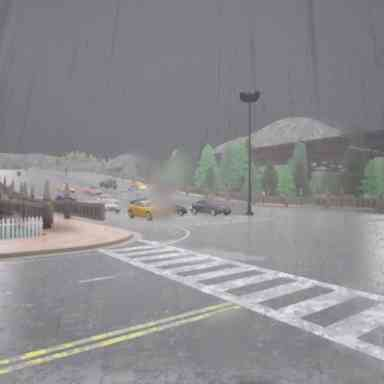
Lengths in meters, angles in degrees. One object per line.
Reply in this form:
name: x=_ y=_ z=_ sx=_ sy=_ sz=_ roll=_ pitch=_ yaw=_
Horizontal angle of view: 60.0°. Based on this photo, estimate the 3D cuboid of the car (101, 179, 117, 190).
car: x=-17.683 y=-1.690 z=69.965 sx=2.150 sy=2.045 sz=5.566 roll=0 pitch=7 yaw=-37

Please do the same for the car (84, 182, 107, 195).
car: x=-16.870 y=-0.224 z=57.116 sx=2.097 sy=1.767 sz=4.553 roll=0 pitch=7 yaw=-36

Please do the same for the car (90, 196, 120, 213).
car: x=-9.297 y=1.464 z=35.362 sx=1.812 sy=1.442 sz=4.674 roll=0 pitch=1 yaw=-37

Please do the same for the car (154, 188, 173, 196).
car: x=-5.721 y=-0.105 z=65.819 sx=2.128 sy=1.511 sz=4.902 roll=0 pitch=7 yaw=-37

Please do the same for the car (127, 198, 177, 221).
car: x=-3.667 y=1.482 z=27.915 sx=1.882 sy=1.535 sz=5.008 roll=0 pitch=0 yaw=-37

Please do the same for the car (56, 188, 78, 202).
car: x=-17.193 y=0.756 z=45.814 sx=1.882 sy=1.535 sz=5.008 roll=0 pitch=4 yaw=-37

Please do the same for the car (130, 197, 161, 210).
car: x=-6.034 y=1.425 z=42.620 sx=1.895 sy=1.301 sz=4.718 roll=0 pitch=2 yaw=-37

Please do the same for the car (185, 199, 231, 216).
car: x=1.752 y=1.510 z=32.358 sx=1.837 sy=1.490 sz=4.892 roll=0 pitch=0 yaw=-37

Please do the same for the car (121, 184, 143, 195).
car: x=-11.564 y=-0.047 z=61.940 sx=1.895 sy=1.301 sz=4.718 roll=0 pitch=7 yaw=-37

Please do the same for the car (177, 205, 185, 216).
car: x=-2.625 y=1.549 z=32.335 sx=2.033 sy=1.411 sz=5.357 roll=0 pitch=0 yaw=-37

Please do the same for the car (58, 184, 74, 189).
car: x=-21.822 y=-0.506 z=57.948 sx=1.882 sy=1.535 sz=5.008 roll=0 pitch=7 yaw=-37

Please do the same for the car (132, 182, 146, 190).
car: x=-11.985 y=-1.404 z=73.994 sx=1.882 sy=1.535 sz=5.008 roll=0 pitch=7 yaw=-37

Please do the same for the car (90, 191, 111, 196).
car: x=-11.295 y=1.108 z=43.784 sx=1.882 sy=1.535 sz=5.008 roll=0 pitch=4 yaw=-37
